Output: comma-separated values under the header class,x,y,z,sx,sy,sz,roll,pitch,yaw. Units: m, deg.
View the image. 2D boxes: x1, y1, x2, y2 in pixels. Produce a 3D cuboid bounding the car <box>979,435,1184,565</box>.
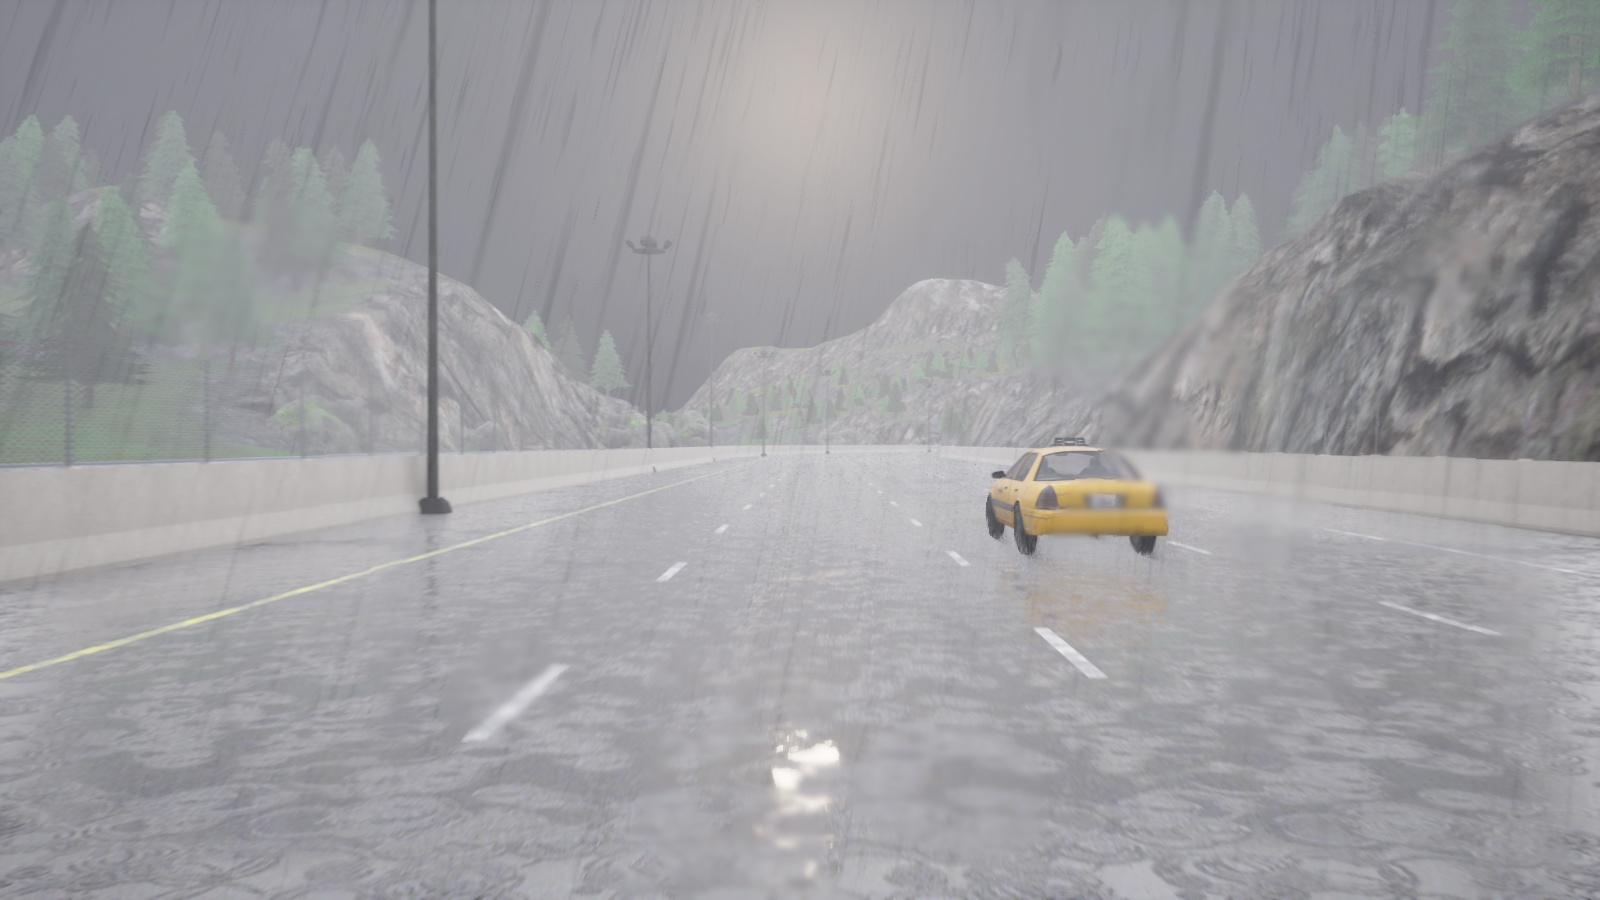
class,x,y,z,sx,sy,sz,roll,pitch,yaw
car,3.812,0.595,17.964,1.801,1.575,5.366,0,0,1
